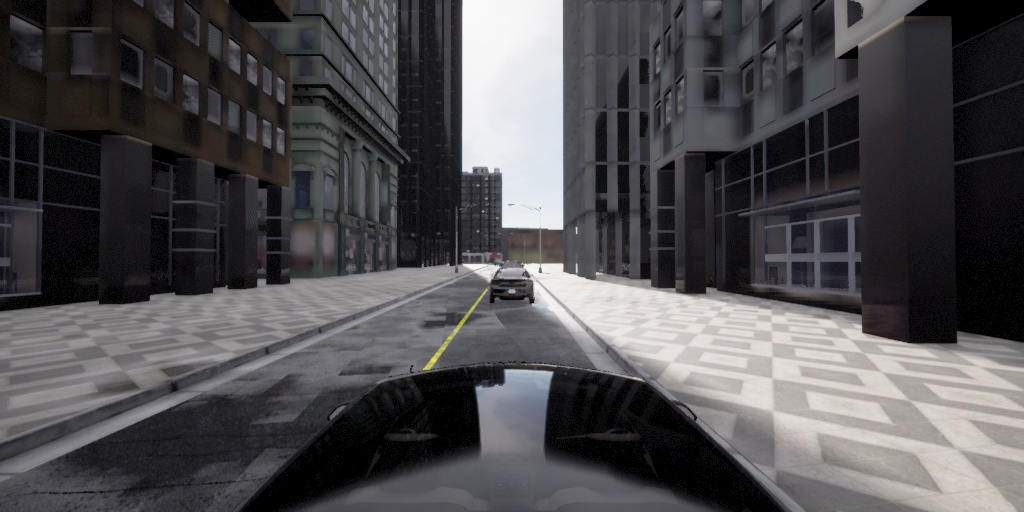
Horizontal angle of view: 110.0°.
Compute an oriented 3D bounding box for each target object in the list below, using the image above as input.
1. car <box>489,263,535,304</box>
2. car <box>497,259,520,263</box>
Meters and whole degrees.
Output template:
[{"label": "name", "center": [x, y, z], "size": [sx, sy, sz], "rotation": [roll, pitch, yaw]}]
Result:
[{"label": "car", "center": [0.000, 1.245, 16.502], "size": [1.882, 1.535, 5.008], "rotation": [0, 0, 0]}, {"label": "car", "center": [-0.001, 1.145, 31.474], "size": [2.097, 1.767, 4.553], "rotation": [0, 0, 0]}]
